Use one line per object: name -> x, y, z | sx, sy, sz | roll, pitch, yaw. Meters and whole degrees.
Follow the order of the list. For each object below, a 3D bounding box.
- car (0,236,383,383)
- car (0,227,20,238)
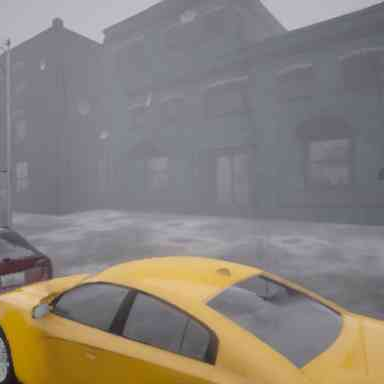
car -> -0.378, 1.470, 3.592 | 5.008, 1.535, 2.097 | 0, 1, 36
car -> -4.813, 1.465, 6.845 | 4.792, 1.488, 2.163 | 0, 0, 36
